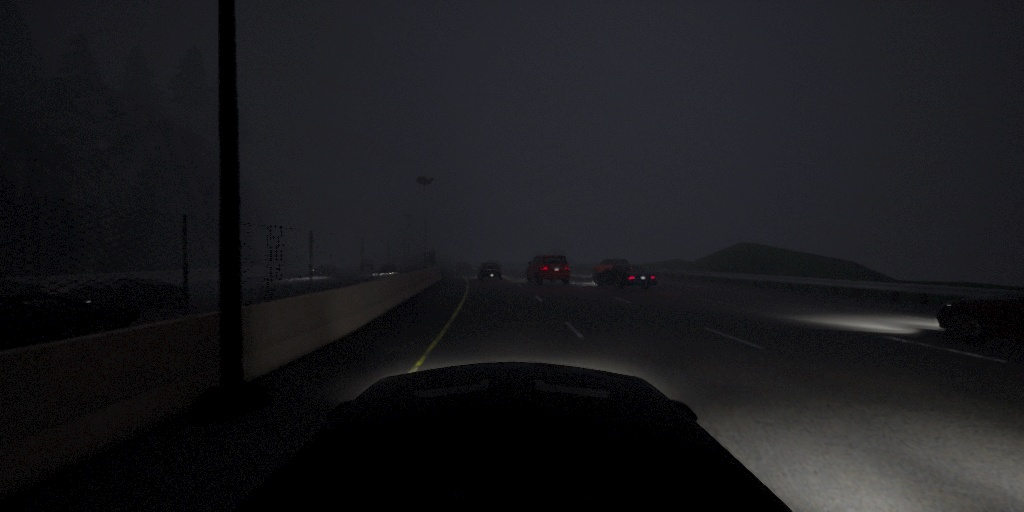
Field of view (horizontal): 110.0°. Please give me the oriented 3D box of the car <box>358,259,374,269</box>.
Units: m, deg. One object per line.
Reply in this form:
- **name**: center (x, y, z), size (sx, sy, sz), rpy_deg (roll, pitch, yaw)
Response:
- **car**: center (-21.654, 1.185, 53.423), size (1.837, 1.490, 4.892), rpy_deg (-1, 0, -17)

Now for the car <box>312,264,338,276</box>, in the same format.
- **car**: center (-22.610, 1.679, 43.499), size (1.895, 1.301, 4.718), rpy_deg (-1, 0, -13)

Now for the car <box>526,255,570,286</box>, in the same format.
- **car**: center (2.466, 0.949, 25.526), size (2.150, 2.045, 5.566), rpy_deg (0, 0, -8)

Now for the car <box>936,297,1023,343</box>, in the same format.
- **car**: center (10.641, 1.132, 6.176), size (1.812, 1.442, 4.674), rpy_deg (0, 0, -2)

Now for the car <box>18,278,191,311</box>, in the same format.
- **car**: center (-14.475, 1.517, 13.344), size (1.994, 1.385, 4.181), rpy_deg (-1, 0, -4)

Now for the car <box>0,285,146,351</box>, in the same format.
- **car**: center (-10.680, 1.499, 7.137), size (1.895, 1.301, 4.718), rpy_deg (-1, 0, -1)

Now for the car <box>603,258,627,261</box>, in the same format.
- **car**: center (8.601, 0.998, 31.022), size (2.097, 1.767, 4.553), rpy_deg (-1, 0, -9)

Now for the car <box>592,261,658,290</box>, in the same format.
- **car**: center (6.657, 1.216, 21.650), size (2.033, 1.411, 5.357), rpy_deg (-1, 0, -8)

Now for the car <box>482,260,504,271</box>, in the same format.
- **car**: center (-2.829, 1.304, 52.010), size (2.128, 1.511, 4.902), rpy_deg (-1, 0, -16)

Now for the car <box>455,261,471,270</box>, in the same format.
- **car**: center (-7.728, 1.445, 56.341), size (1.994, 1.385, 4.181), rpy_deg (-1, 0, -18)

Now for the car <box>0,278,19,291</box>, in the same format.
- **car**: center (-21.515, 1.575, 13.968), size (1.812, 1.442, 4.674), rpy_deg (-1, 0, -4)

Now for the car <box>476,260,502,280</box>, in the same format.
- **car**: center (-2.054, 1.297, 31.598), size (1.837, 1.490, 4.892), rpy_deg (0, 0, -10)

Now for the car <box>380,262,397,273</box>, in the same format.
- **car**: center (-16.742, 1.565, 48.774), size (1.994, 1.385, 4.181), rpy_deg (-1, 0, -14)
